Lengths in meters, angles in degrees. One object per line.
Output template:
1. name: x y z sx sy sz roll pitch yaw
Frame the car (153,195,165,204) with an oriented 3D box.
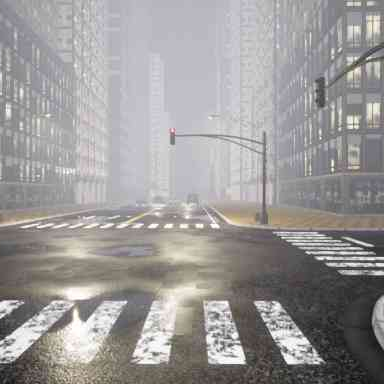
1. car: -6.378 1.468 64.409 2.097 1.767 4.553 0 0 0

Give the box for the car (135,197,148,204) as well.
1. car: -9.628 1.664 64.384 2.033 1.411 5.357 0 0 0

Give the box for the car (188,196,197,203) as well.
1. car: 0.134 1.541 70.616 1.994 1.385 4.181 0 0 0

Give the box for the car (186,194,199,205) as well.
1. car: 0.115 1.323 60.229 2.150 2.045 5.566 0 0 0

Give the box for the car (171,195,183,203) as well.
1. car: -3.117 1.495 70.205 2.128 1.511 4.902 0 0 0

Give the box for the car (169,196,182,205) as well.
1. car: -3.136 1.702 60.233 1.895 1.301 4.718 0 0 0
